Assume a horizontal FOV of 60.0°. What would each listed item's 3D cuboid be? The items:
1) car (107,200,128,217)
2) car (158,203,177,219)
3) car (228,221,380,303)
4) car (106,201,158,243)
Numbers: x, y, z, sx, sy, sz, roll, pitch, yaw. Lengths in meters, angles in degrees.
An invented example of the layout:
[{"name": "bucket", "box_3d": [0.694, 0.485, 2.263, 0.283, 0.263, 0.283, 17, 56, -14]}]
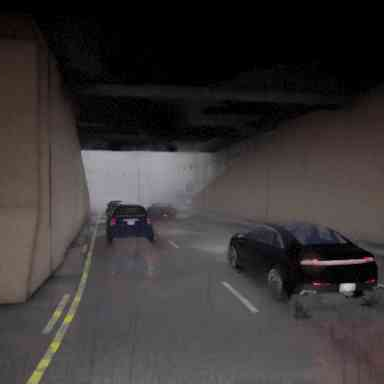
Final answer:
[{"name": "car", "box_3d": [-7.569, 1.584, 33.566, 1.812, 1.442, 4.674, -1, 0, -15]}, {"name": "car", "box_3d": [-2.701, 1.615, 28.878, 1.895, 1.301, 4.718, -1, 0, -15]}, {"name": "car", "box_3d": [2.309, 1.467, 8.235, 2.128, 1.511, 4.902, 0, 0, -10]}, {"name": "car", "box_3d": [-3.178, 1.375, 16.604, 2.097, 1.767, 4.553, -1, 0, -14]}]
